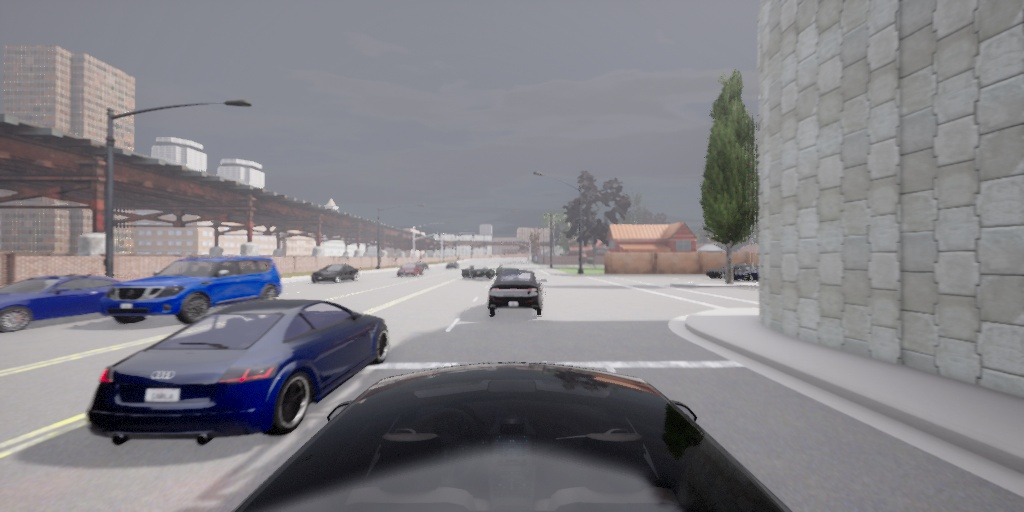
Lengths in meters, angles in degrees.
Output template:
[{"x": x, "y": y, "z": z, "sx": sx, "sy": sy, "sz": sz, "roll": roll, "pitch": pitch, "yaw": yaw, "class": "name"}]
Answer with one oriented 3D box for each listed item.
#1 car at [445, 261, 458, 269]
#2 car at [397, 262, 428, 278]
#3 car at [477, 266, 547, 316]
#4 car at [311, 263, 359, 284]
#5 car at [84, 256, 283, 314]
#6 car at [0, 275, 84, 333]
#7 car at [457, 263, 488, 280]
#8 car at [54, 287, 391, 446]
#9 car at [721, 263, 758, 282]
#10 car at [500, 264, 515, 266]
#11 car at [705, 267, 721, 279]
[{"x": -10.476, "y": 1.635, "z": 63.640, "sx": 2.033, "sy": 1.411, "sz": 5.357, "roll": 0, "pitch": 0, "yaw": 0, "class": "car"}, {"x": -10.570, "y": 1.470, "z": 37.512, "sx": 1.812, "sy": 1.442, "sz": 4.674, "roll": 0, "pitch": 0, "yaw": 0, "class": "car"}, {"x": 0.284, "y": 1.307, "z": 13.717, "sx": 2.128, "sy": 1.511, "sz": 4.902, "roll": 0, "pitch": 0, "yaw": 6, "class": "car"}, {"x": -14.087, "y": 1.374, "z": 28.814, "sx": 1.882, "sy": 1.535, "sz": 5.008, "roll": 0, "pitch": 0, "yaw": 0, "class": "car"}, {"x": -10.595, "y": 1.029, "z": 12.614, "sx": 2.150, "sy": 2.045, "sz": 5.566, "roll": 0, "pitch": 0, "yaw": 0, "class": "car"}, {"x": -14.096, "y": 1.325, "z": 11.065, "sx": 1.812, "sy": 1.442, "sz": 4.674, "roll": 0, "pitch": 0, "yaw": 0, "class": "car"}, {"x": -3.340, "y": 1.526, "z": 33.844, "sx": 1.895, "sy": 1.301, "sz": 4.718, "roll": 0, "pitch": 0, "yaw": -25, "class": "car"}, {"x": -3.409, "y": 1.335, "z": 5.510, "sx": 1.994, "sy": 1.385, "sz": 4.181, "roll": 0, "pitch": 0, "yaw": 0, "class": "car"}, {"x": 20.216, "y": 1.470, "z": 29.764, "sx": 4.181, "sy": 1.385, "sz": 1.994, "roll": 0, "pitch": 0, "yaw": 0, "class": "car"}, {"x": -0.521, "y": 1.551, "z": 38.204, "sx": 1.895, "sy": 1.301, "sz": 4.718, "roll": 0, "pitch": 0, "yaw": -8, "class": "car"}, {"x": 20.587, "y": 1.430, "z": 33.267, "sx": 4.892, "sy": 1.490, "sz": 1.837, "roll": 0, "pitch": 0, "yaw": 0, "class": "car"}]
